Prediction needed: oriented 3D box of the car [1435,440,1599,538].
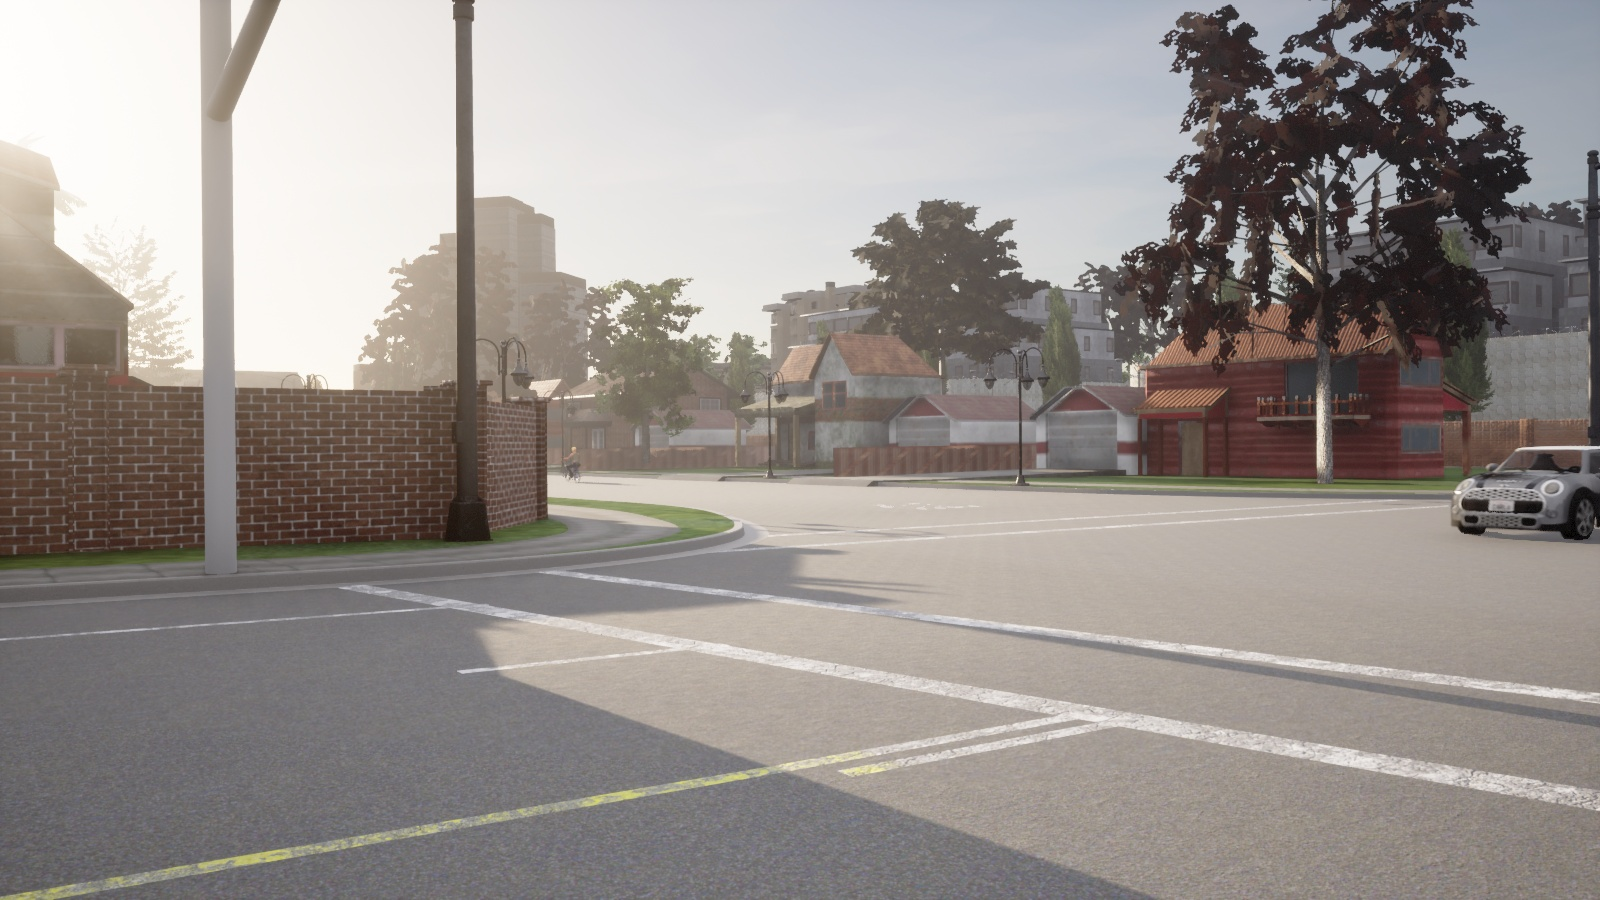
[{"bbox_3d":[12.571,0.575,20.940,3.806,1.475,1.970,-1,0,-35],"label":"car"}]
